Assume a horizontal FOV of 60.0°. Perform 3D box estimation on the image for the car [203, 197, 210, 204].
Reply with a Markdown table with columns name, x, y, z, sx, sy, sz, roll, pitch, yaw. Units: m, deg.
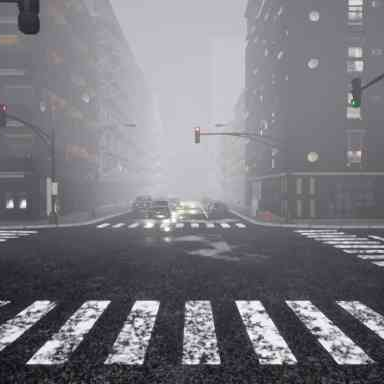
| name | x | y | z | sx | sy | sz | roll | pitch | yaw |
| --- | --- | --- | --- | --- | --- | --- | --- | --- | --- |
| car | 2.566 | 1.538 | 37.026 | 2.008 | 1.369 | 4.403 | -1 | 0 | 0 |

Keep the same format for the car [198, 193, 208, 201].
| name | x | y | z | sx | sy | sz | roll | pitch | yaw |
| --- | --- | --- | --- | --- | --- | --- | --- | --- | --- |
| car | 2.576 | 1.280 | 81.340 | 2.192 | 1.841 | 5.009 | -1 | 0 | 0 |

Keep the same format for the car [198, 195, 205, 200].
| name | x | y | z | sx | sy | sz | roll | pitch | yaw |
| --- | --- | --- | --- | --- | --- | --- | --- | --- | --- |
| car | 2.583 | 1.538 | 92.418 | 1.802 | 1.307 | 4.206 | -1 | 0 | 0 |

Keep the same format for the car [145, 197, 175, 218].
| name | x | y | z | sx | sy | sz | roll | pitch | yaw |
| --- | --- | --- | --- | --- | --- | --- | --- | --- | --- |
| car | -2.833 | 1.495 | 30.220 | 1.837 | 1.490 | 4.892 | 0 | 0 | 0 |

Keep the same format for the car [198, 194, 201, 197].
| name | x | y | z | sx | sy | sz | roll | pitch | yaw |
| --- | --- | --- | --- | --- | --- | --- | --- | --- | --- |
| car | 2.578 | 1.550 | 75.800 | 1.802 | 1.307 | 4.206 | -1 | 0 | 0 |

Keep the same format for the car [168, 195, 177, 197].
| name | x | y | z | sx | sy | sz | roll | pitch | yaw |
| --- | --- | --- | --- | --- | --- | --- | --- | --- | --- |
| car | -2.759 | 1.529 | 50.971 | 2.033 | 1.411 | 5.357 | 0 | 0 | 1 |

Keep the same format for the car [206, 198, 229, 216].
| name | x | y | z | sx | sy | sz | roll | pitch | yaw |
| --- | --- | --- | --- | --- | --- | --- | --- | --- | --- |
| car | 2.564 | 1.572 | 31.487 | 1.802 | 1.307 | 4.206 | -1 | 0 | 0 |

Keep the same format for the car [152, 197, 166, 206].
| name | x | y | z | sx | sy | sz | roll | pitch | yaw |
| --- | --- | --- | --- | --- | --- | --- | --- | --- | --- |
| car | -5.309 | 1.562 | 53.700 | 1.802 | 1.307 | 4.206 | -1 | 0 | 0 |

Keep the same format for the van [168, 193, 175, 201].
| name | x | y | z | sx | sy | sz | roll | pitch | yaw |
| --- | --- | --- | --- | --- | --- | --- | --- | --- | --- |
| van | -5.302 | 1.302 | 86.922 | 1.690 | 1.788 | 3.998 | -1 | 0 | 0 |

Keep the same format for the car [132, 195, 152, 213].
| name | x | y | z | sx | sy | sz | roll | pitch | yaw |
| --- | --- | --- | --- | --- | --- | --- | --- | --- | --- |
| car | -5.318 | 1.302 | 37.088 | 2.192 | 1.841 | 5.009 | -1 | 0 | 0 |

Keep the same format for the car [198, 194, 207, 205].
| name | x | y | z | sx | sy | sz | roll | pitch | yaw |
| --- | --- | --- | --- | --- | --- | --- | --- | --- | --- |
| car | 2.572 | 1.522 | 59.183 | 1.887 | 1.381 | 4.507 | -1 | 0 | 0 |

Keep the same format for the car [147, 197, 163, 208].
| name | x | y | z | sx | sy | sz | roll | pitch | yaw |
| --- | --- | --- | --- | --- | --- | --- | --- | --- | --- |
| car | -5.312 | 1.508 | 47.992 | 1.752 | 1.417 | 4.829 | -1 | 0 | 0 |

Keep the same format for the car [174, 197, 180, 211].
| name | x | y | z | sx | sy | sz | roll | pitch | yaw |
| --- | --- | --- | --- | --- | --- | --- | --- | --- | --- |
| car | -2.826 | 1.587 | 40.321 | 1.895 | 1.301 | 4.718 | 0 | 0 | 0 |
